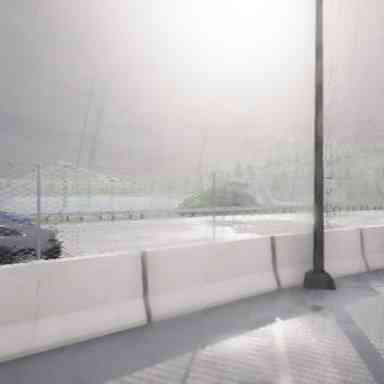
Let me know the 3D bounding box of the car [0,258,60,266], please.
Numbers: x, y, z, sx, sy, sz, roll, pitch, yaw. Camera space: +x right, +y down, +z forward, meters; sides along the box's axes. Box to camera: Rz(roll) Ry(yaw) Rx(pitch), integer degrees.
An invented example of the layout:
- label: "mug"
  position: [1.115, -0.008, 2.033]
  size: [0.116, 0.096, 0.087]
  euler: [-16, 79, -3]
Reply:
- label: "car"
  position: [-5.870, 1.469, 8.303]
  size: [4.902, 1.511, 2.128]
  euler: [0, 0, -35]
